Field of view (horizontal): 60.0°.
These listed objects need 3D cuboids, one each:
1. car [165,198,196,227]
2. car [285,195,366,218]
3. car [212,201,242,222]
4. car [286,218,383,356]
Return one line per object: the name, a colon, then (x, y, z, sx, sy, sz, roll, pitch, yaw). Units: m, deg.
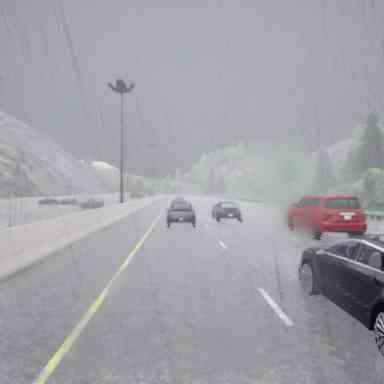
car: (-0.749, 1.437, 22.498, 2.128, 1.511, 4.902, 0, 0, -3)
car: (6.518, 1.164, 16.802, 2.150, 2.045, 5.566, 0, 0, -2)
car: (2.617, 1.455, 25.637, 1.812, 1.442, 4.674, 0, 0, -3)
car: (3.410, 1.469, 5.718, 2.128, 1.511, 4.902, 0, 0, -1)
